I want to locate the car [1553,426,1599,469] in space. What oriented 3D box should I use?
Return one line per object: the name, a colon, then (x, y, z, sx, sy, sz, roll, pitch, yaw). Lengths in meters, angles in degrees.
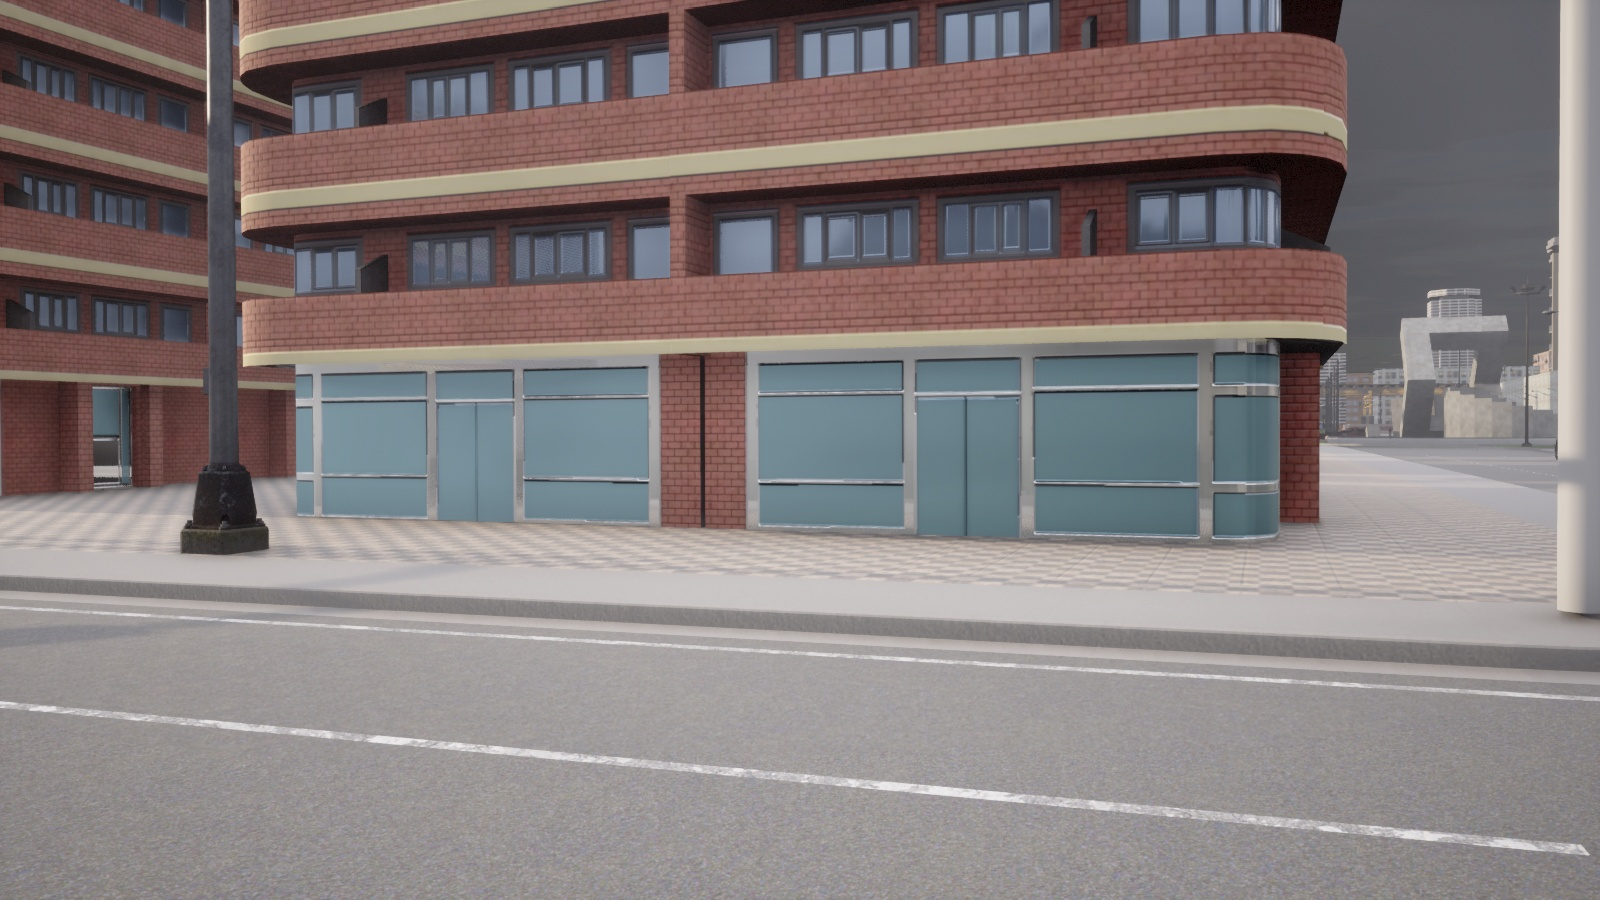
car: (35.966, -0.139, 57.272, 1.932, 1.855, 4.605, 1, 1, 20)
